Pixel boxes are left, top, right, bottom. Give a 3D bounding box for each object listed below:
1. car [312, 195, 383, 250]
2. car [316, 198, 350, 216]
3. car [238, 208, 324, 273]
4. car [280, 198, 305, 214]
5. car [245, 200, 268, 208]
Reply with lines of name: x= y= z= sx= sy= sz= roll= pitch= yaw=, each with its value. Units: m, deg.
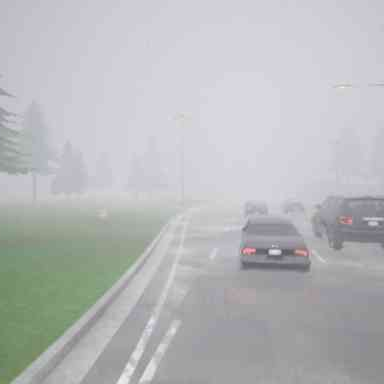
car: x=6.550 y=1.120 z=13.830 sx=2.150 sy=2.045 sz=5.566 roll=0 pitch=1 yaw=10
car: x=13.001 y=1.332 z=30.969 sx=1.994 sy=1.385 sz=4.181 roll=0 pitch=1 yaw=10
car: x=2.414 y=1.466 z=10.439 sx=2.033 sy=1.411 sz=5.357 roll=0 pitch=1 yaw=10
car: x=9.547 y=1.284 z=31.533 sx=1.812 sy=1.442 sz=4.674 roll=0 pitch=1 yaw=10
car: x=5.596 y=1.373 z=29.179 sx=1.895 sy=1.301 sz=4.718 roll=0 pitch=0 yaw=10
